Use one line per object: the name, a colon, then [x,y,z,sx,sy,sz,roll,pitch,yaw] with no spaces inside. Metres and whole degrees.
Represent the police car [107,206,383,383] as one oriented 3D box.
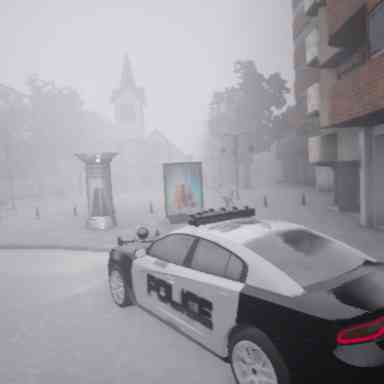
police car: [0.367,1.061,4.799,1.930,1.638,5.238,-6,5,-36]
